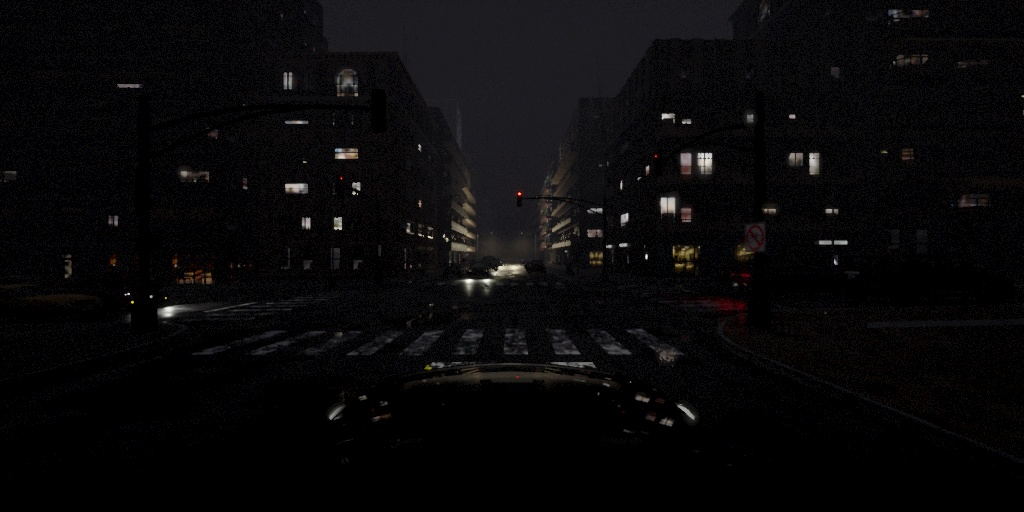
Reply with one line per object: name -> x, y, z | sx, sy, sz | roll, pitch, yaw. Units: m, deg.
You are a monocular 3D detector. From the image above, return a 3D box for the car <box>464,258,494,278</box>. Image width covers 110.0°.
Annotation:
car -> -3.031, 1.246, 34.132 | 1.882, 1.535, 5.008 | 0, 0, 0

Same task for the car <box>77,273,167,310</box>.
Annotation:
car -> -17.592, 1.620, 15.442 | 4.181, 1.385, 1.994 | -1, 0, 0

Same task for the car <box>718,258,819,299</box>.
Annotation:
car -> 12.226, 0.999, 15.706 | 4.902, 1.511, 2.128 | -1, 0, 1

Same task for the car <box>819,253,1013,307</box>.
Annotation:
car -> 14.734, 0.779, 13.059 | 5.009, 1.841, 2.192 | 0, 0, 0

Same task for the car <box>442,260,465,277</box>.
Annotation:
car -> -5.617, 1.335, 35.147 | 1.948, 1.339, 4.313 | 0, 0, 0

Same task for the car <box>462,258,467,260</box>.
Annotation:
car -> -5.605, 1.298, 40.660 | 1.751, 1.417, 4.829 | 0, 0, 0

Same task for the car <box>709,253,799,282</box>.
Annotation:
car -> 14.618, 0.766, 21.438 | 5.009, 1.841, 2.192 | 0, 0, 0

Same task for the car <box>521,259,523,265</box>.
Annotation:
car -> 2.813, 1.370, 57.860 | 1.802, 1.307, 4.207 | 0, 0, 0

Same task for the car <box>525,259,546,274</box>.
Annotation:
car -> 2.775, 1.213, 40.813 | 1.967, 1.591, 4.097 | 0, 0, 0

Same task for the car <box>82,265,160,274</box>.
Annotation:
car -> -23.557, 1.470, 21.156 | 5.009, 1.841, 2.192 | 0, 0, 0

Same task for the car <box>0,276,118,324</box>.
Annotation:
car -> -17.606, 1.590, 12.847 | 4.829, 1.417, 1.751 | 0, 0, 0

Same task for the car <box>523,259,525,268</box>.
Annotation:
car -> 2.788, 1.217, 46.495 | 1.967, 1.591, 4.097 | 0, 0, 0

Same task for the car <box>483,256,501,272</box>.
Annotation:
car -> -3.009, 0.990, 47.835 | 2.150, 2.045, 5.566 | 0, 1, -1
